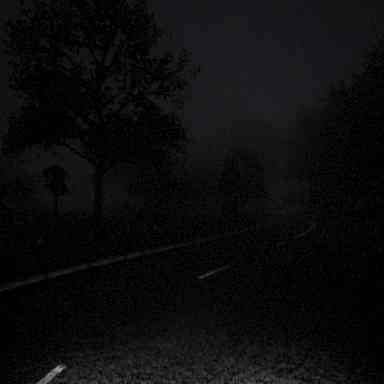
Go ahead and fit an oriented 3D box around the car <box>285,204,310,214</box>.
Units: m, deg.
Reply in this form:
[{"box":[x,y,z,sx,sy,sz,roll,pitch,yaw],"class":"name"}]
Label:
[{"box":[16.396,2.597,51.916,1.882,1.535,5.008,0,-1,-12],"class":"car"}]
